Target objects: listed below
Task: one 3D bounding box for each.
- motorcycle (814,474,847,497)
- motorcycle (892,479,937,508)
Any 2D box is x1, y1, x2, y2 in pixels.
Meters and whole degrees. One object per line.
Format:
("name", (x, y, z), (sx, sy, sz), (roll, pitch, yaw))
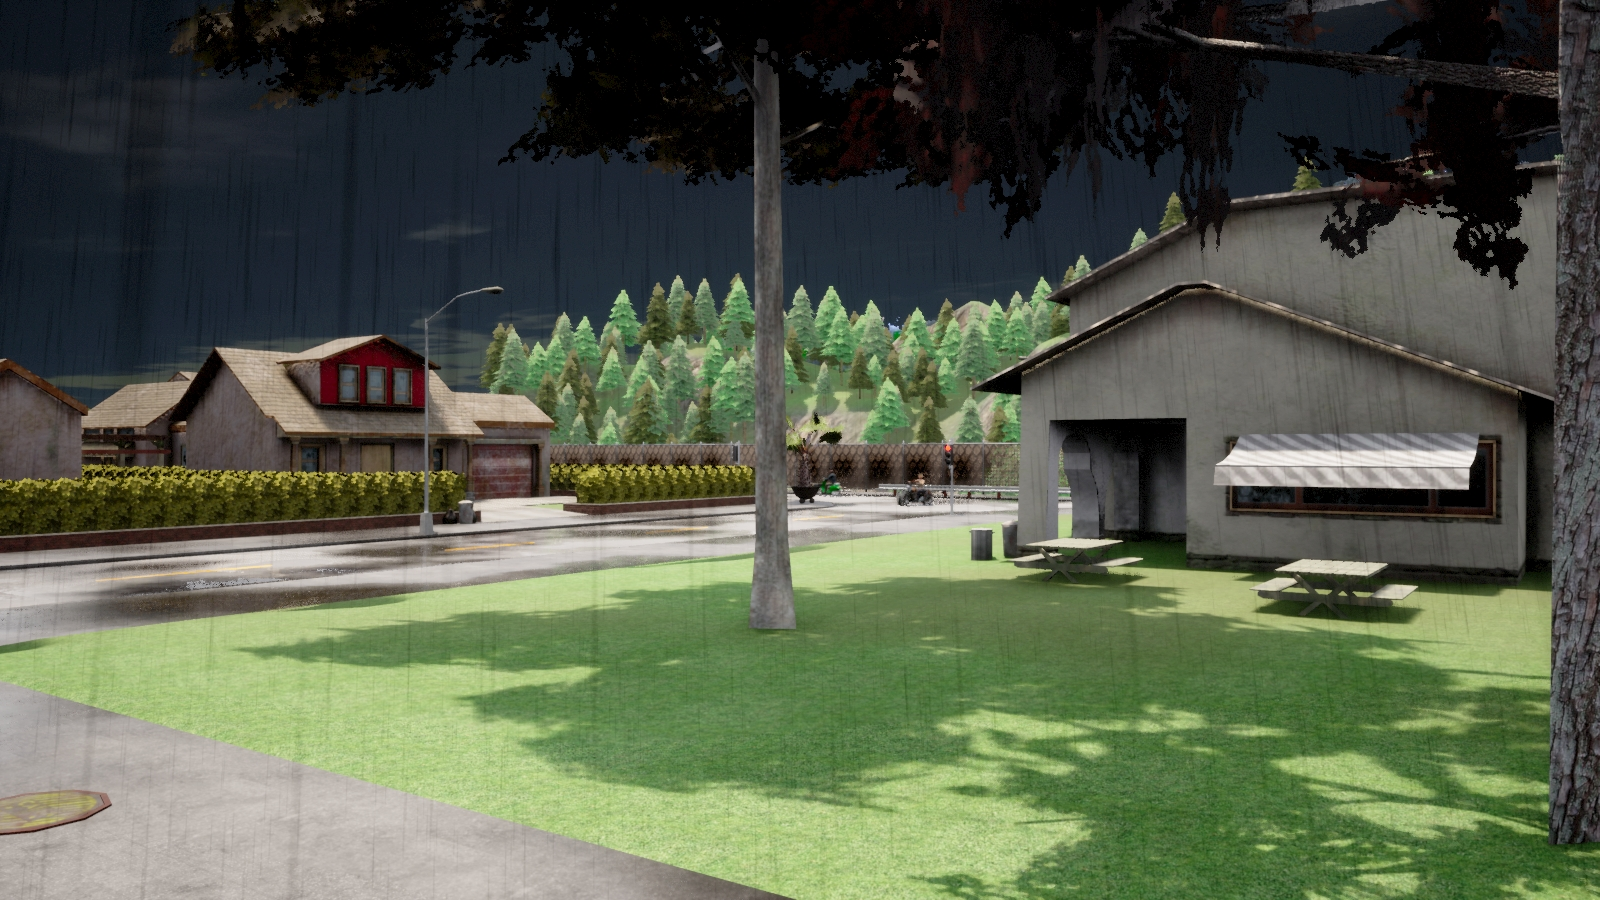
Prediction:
("motorcycle", (1.816, 2.142, 68.365), (1.805, 1.316, 0.856), (0, 0, 35))
("motorcycle", (5.711, 2.155, 56.848), (2.356, 1.307, 0.764), (0, 3, -39))
